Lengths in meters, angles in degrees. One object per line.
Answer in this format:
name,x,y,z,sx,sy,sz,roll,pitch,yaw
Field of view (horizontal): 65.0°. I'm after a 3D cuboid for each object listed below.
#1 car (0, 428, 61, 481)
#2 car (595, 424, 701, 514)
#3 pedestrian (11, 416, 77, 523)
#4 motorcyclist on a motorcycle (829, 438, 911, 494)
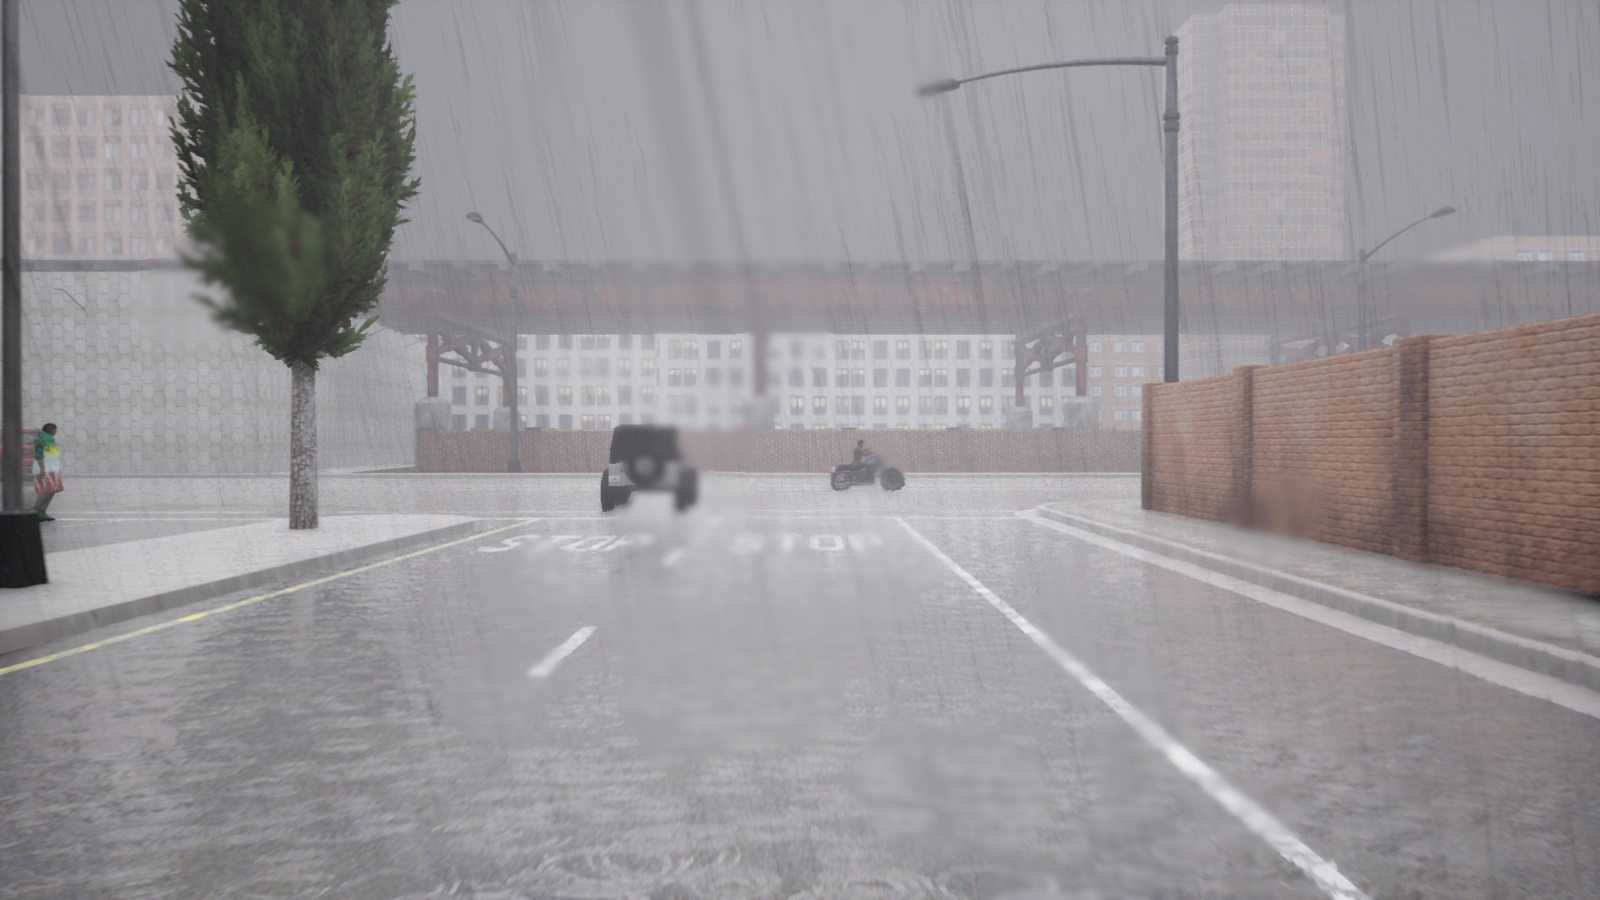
car,-32.421,0.161,49.307,5.566,2.045,2.150,0,0,1
car,-3.324,0.381,28.148,1.905,1.878,3.866,0,0,0
pedestrian,-14.029,0.361,23.327,0.873,1.952,0.659,0,0,-12
motorcyclist on a motorcycle,2.116,0.485,37.950,2.350,1.649,0.766,0,2,-16
